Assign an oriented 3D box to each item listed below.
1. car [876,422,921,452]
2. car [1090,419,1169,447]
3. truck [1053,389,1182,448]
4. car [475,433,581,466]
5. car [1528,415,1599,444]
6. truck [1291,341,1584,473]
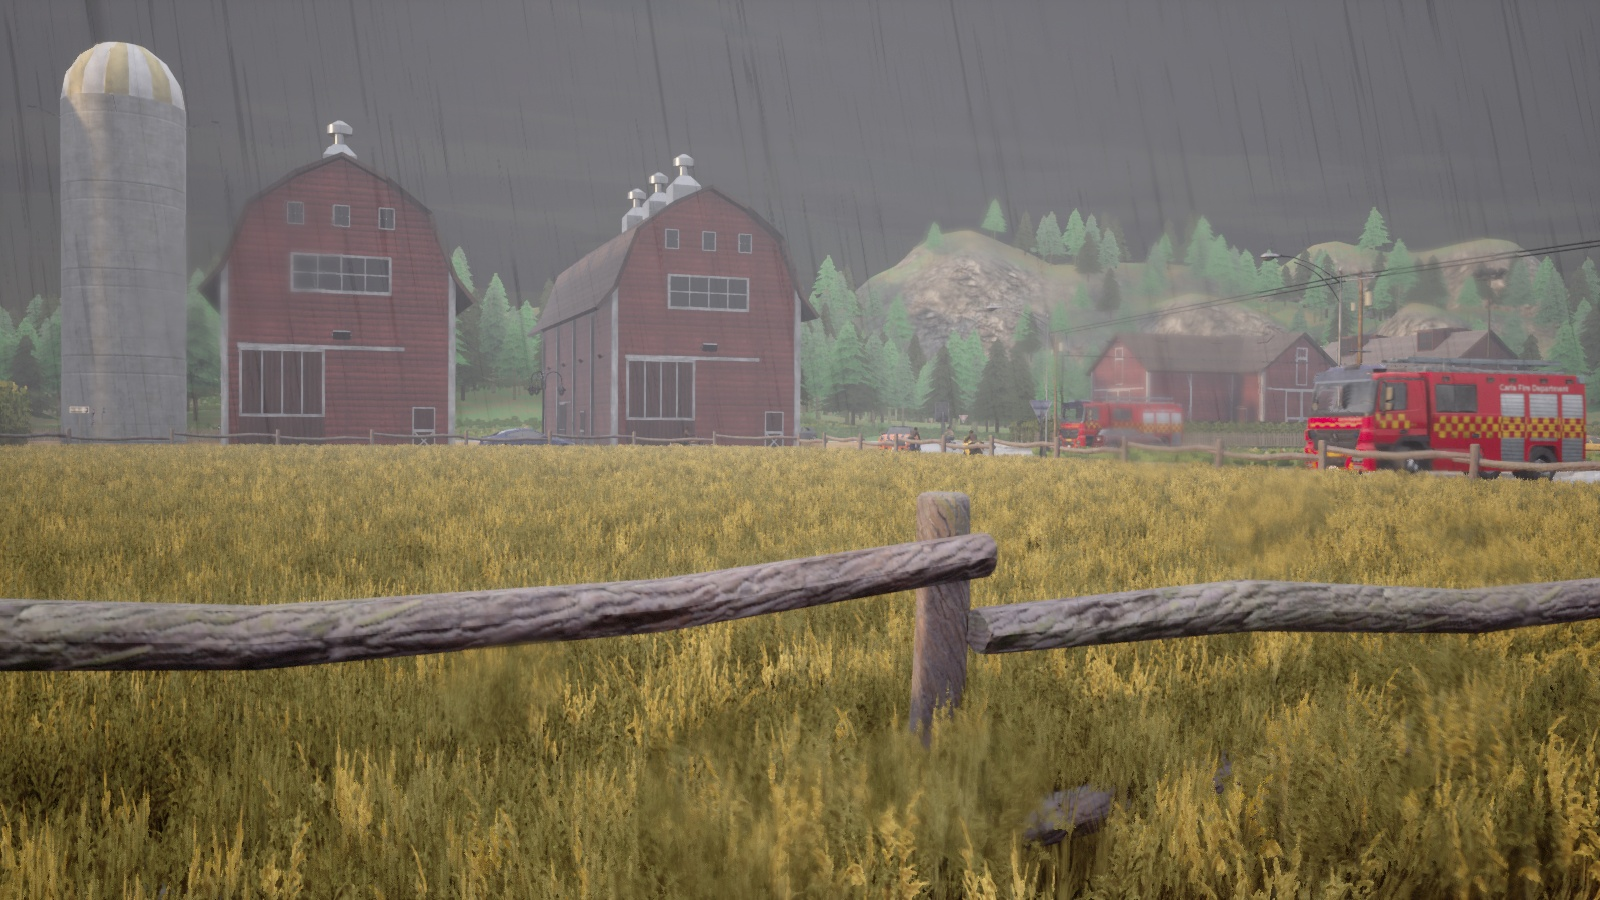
[{"bbox_3d":[6.135,-0.846,77.429,2.097,1.767,4.553,-1,1,13],"label":"car"},{"bbox_3d":[21.571,-1.099,82.258,4.553,1.767,2.097,-1,1,-13],"label":"car"},{"bbox_3d":[21.692,-2.188,85.801,8.468,3.827,2.891,-1,1,-22],"label":"truck"},{"bbox_3d":[-13.064,-0.036,60.391,4.674,1.442,1.812,-1,1,-24],"label":"car"},{"bbox_3d":[45.387,-1.201,72.895,5.366,1.575,1.801,-1,1,-7],"label":"car"},{"bbox_3d":[19.803,-1.329,39.023,8.468,3.827,2.891,-1,1,-17],"label":"truck"}]
